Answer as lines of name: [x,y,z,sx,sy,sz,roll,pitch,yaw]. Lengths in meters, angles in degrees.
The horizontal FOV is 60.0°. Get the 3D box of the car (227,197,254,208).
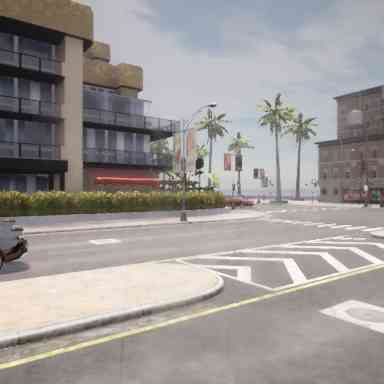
car: [7.121,1.502,49.744,1.882,1.535,5.008,0,0,-35]

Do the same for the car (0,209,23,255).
car: [-8.873,1.491,11.792,4.902,1.511,2.128,0,0,-35]

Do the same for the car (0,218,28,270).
car: [-7.062,1.491,8.787,4.902,1.511,2.128,0,0,-36]
